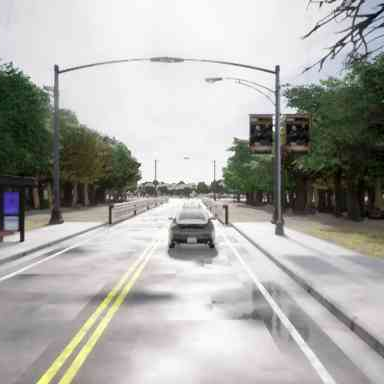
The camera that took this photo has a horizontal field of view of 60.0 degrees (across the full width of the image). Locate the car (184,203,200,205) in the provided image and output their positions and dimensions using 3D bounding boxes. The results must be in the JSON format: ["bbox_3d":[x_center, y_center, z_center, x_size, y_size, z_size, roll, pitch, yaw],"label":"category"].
[{"bbox_3d":[0.000,1.621,29.681,1.895,1.301,4.718,0,0,0],"label":"car"}]

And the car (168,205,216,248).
[{"bbox_3d":[0.000,1.518,14.650,1.837,1.490,4.892,0,0,0],"label":"car"}]
